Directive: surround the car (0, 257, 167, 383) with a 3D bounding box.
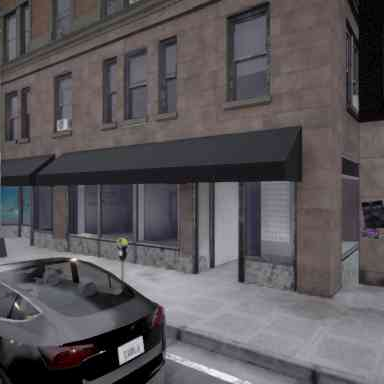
[{"bbox_3d":[-2.280,1.566,4.428,4.313,1.339,1.947,0,0,35],"label":"car"}]
